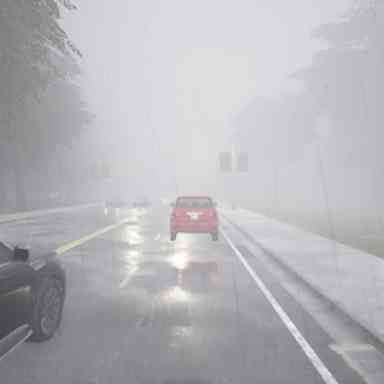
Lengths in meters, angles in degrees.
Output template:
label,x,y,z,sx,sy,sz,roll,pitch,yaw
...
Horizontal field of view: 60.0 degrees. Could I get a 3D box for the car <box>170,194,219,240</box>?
label,x,y,z,sx,sy,sz,roll,pitch,yaw
car,0.102,1.107,16.288,2.150,2.045,5.566,0,0,0

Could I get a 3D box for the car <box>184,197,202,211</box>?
label,x,y,z,sx,sy,sz,roll,pitch,yaw
car,0.103,1.335,38.300,1.994,1.385,4.181,0,0,0

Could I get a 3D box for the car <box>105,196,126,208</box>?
label,x,y,z,sx,sy,sz,roll,pitch,yaw
car,-9.757,1.278,42.812,1.812,1.442,4.674,0,0,0

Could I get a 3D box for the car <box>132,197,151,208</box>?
label,x,y,z,sx,sy,sz,roll,pitch,yaw
car,-6.497,1.300,43.559,2.033,1.411,5.357,0,0,0

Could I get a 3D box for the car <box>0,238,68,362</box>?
label,x,y,z,sx,sy,sz,roll,pitch,yaw
car,-3.150,1.197,3.206,2.150,2.045,5.566,0,0,0
